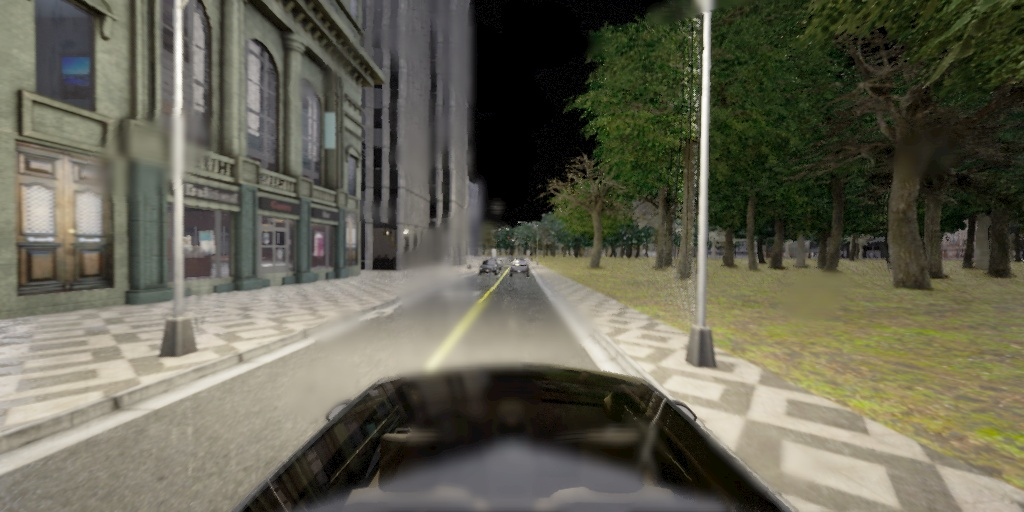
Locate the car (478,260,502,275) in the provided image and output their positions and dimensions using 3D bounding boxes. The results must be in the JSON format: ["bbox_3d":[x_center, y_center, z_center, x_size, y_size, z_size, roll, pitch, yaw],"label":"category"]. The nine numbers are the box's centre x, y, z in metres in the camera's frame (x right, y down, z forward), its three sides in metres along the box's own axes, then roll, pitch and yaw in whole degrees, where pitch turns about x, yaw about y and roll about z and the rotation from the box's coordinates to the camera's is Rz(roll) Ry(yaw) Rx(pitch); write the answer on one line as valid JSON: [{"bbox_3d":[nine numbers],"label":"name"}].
[{"bbox_3d":[-2.300,1.151,36.779,1.837,1.490,4.892,1,0,1],"label":"car"}]

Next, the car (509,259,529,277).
[{"bbox_3d":[0.736,1.186,35.315,2.128,1.511,4.902,1,0,1],"label":"car"}]
